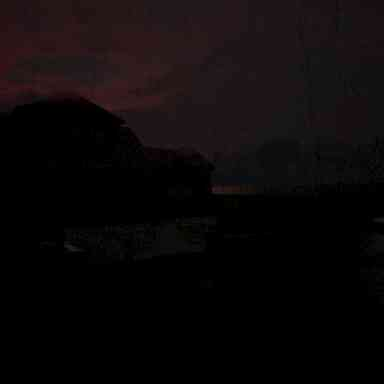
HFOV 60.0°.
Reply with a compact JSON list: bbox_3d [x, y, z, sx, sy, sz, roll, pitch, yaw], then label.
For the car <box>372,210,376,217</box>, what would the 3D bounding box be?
[{"bbox_3d":[13.480,1.564,28.665,1.994,1.385,4.181,0,0,-36],"label":"car"}]
